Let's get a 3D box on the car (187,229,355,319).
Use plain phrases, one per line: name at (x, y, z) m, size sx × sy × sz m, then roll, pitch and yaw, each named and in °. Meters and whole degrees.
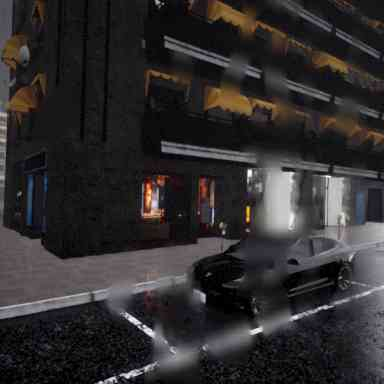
car at (1.934, 1.570, 7.448) m, size 4.313 × 1.339 × 1.947 m, roll 0°, pitch 2°, yaw -35°
